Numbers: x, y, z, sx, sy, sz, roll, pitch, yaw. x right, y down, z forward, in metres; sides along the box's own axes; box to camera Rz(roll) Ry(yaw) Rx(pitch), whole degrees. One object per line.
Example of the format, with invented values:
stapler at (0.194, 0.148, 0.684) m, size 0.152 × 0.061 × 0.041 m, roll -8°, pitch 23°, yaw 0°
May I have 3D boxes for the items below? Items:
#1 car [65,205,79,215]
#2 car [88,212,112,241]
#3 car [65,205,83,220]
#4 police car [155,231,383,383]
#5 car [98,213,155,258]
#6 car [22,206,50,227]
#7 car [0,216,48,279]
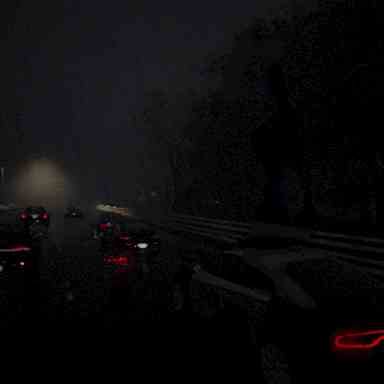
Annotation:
car at (-19.306, 2.849, 53.471) m, size 2.033 × 1.411 × 5.357 m, roll 1°, pitch -2°, yaw -20°
car at (-5.042, 1.995, 19.993) m, size 1.837 × 1.490 × 4.892 m, roll 1°, pitch -2°, yaw -23°
car at (-14.166, 2.530, 39.907) m, size 1.994 × 1.385 × 4.181 m, roll 1°, pitch -2°, yaw -20°
police car at (1.163, 1.576, 5.588) m, size 1.930 × 1.638 × 5.238 m, roll 1°, pitch -2°, yaw -24°
car at (-2.733, 1.886, 14.538) m, size 1.812 × 1.442 × 4.674 m, roll 1°, pitch -2°, yaw -23°
car at (-13.161, 2.018, 28.122) m, size 2.097 × 1.767 × 4.553 m, roll 1°, pitch -2°, yaw -22°
car at (-5.805, 1.737, 10.471) m, size 2.128 × 1.511 × 4.902 m, roll 1°, pitch -2°, yaw -23°
